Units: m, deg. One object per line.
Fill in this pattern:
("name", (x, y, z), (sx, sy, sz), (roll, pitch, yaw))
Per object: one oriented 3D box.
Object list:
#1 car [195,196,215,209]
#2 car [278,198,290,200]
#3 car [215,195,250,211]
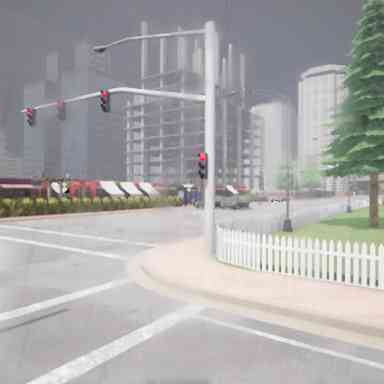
("car", (2.251, 1.243, 41.605), (2.097, 1.767, 4.553), (0, 0, 34))
("car", (13.963, 1.061, 52.515), (2.033, 1.411, 5.357), (0, 0, 34))
("car", (5.148, 1.260, 39.642), (2.097, 1.767, 4.553), (0, 0, 34))
